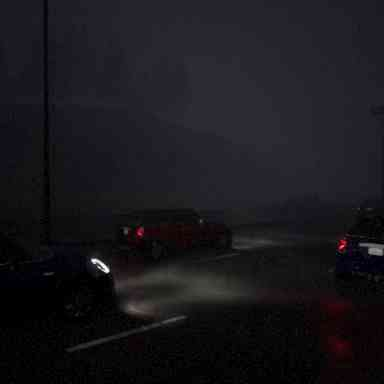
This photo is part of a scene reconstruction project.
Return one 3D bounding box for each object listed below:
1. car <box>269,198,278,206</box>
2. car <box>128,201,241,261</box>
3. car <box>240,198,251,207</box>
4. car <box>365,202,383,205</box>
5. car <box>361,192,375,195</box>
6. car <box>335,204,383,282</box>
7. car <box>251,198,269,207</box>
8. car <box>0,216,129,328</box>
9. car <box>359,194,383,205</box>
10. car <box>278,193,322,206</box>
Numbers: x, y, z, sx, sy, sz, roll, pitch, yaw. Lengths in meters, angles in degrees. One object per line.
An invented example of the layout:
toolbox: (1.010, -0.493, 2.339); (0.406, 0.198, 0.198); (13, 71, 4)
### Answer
car: (12.632, 1.489, 42.550); (5.357, 1.411, 2.033); (0, 0, -41)
car: (-0.576, 1.361, 12.567); (4.553, 1.767, 2.097); (0, 0, -39)
car: (8.832, 1.566, 48.512); (4.718, 1.301, 1.895); (0, 0, -41)
car: (11.622, 1.445, 18.286); (4.892, 1.490, 1.837); (0, 0, -41)
car: (39.821, 1.019, 75.234); (5.566, 2.045, 2.150); (0, 0, -41)
car: (5.688, 1.324, 8.662); (4.553, 1.767, 2.097); (0, 0, -39)
car: (10.431, 1.520, 45.265); (4.181, 1.385, 1.994); (0, 0, -41)
car: (-3.683, 1.377, 5.716); (4.553, 1.767, 2.097); (0, 0, -35)
car: (14.346, 1.279, 25.265); (4.553, 1.767, 2.097); (0, 0, -41)
car: (12.662, 1.164, 37.946); (5.566, 2.045, 2.150); (0, 0, -41)
